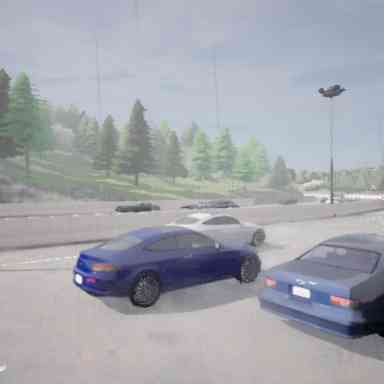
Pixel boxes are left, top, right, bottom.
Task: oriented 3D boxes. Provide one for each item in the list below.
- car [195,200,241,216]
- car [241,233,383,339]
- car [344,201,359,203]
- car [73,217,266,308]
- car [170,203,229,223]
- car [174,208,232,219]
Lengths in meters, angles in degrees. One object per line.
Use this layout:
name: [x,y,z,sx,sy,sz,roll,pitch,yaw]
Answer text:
car: [2.676,1.561,33.355,4.892,1.490,1.837,1,-1,-42]
car: [3.636,1.551,6.553,5.357,1.411,2.033,0,0,-38]
car: [24.572,1.630,51.000,1.895,1.301,4.718,0,0,40]
car: [-0.378,1.542,7.933,4.674,1.442,1.812,0,0,-37]
car: [0.701,1.648,26.923,4.718,1.301,1.895,0,0,-41]
car: [0.953,1.548,13.360,4.674,1.442,1.812,0,0,-38]
